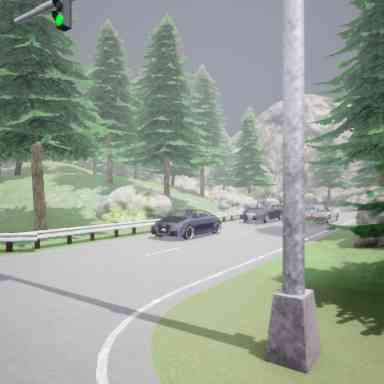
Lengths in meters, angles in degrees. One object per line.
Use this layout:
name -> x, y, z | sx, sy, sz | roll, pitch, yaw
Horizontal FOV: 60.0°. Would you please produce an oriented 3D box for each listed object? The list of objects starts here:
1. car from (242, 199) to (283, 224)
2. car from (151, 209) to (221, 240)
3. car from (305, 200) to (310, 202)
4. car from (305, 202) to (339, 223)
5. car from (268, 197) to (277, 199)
car -> 5.506, 1.513, 25.353 | 2.128, 1.511, 4.902 | 0, 0, 35
car -> -0.190, 1.585, 17.200 | 1.994, 1.385, 4.181 | 0, 0, 35
car -> 11.143, 1.527, 33.875 | 1.837, 1.490, 4.892 | 0, 0, 28
car -> 9.687, 1.645, 25.043 | 1.895, 1.301, 4.718 | 0, 0, 35
car -> 12.651, 1.542, 56.372 | 1.882, 1.535, 5.008 | 3, -2, -44
